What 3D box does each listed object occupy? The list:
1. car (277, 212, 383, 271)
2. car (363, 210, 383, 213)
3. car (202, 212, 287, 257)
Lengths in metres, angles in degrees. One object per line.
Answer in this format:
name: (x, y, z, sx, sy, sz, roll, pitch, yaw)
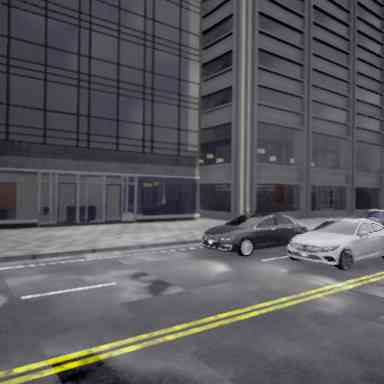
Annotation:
car: (5.286, 1.628, 11.406, 4.674, 1.442, 1.812, 1, 0, -36)
car: (10.777, 1.742, 19.282, 5.357, 1.411, 2.033, 1, 0, -35)
car: (2.648, 1.604, 13.414, 4.892, 1.490, 1.837, 1, 0, -35)
